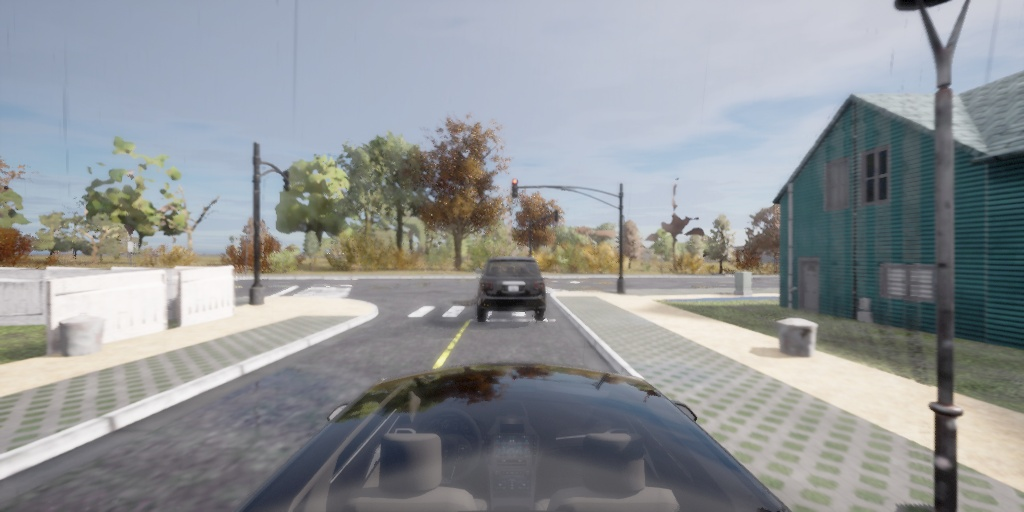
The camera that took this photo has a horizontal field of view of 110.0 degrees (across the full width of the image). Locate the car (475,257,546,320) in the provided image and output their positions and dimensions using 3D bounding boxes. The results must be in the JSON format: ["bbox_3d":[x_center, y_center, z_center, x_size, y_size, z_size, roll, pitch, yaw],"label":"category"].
[{"bbox_3d":[-0.156,1.036,13.049,2.150,2.045,5.566,0,0,-4],"label":"car"}]
